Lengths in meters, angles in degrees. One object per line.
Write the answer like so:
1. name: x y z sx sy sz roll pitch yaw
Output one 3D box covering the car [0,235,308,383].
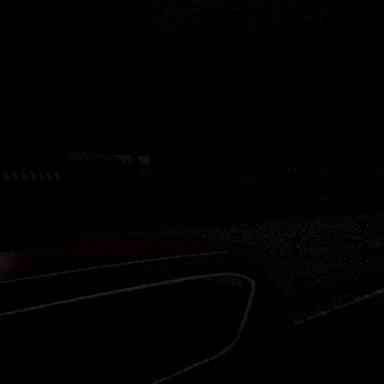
1. car: -1.441 1.316 1.794 5.009 1.841 2.192 0 0 -36
